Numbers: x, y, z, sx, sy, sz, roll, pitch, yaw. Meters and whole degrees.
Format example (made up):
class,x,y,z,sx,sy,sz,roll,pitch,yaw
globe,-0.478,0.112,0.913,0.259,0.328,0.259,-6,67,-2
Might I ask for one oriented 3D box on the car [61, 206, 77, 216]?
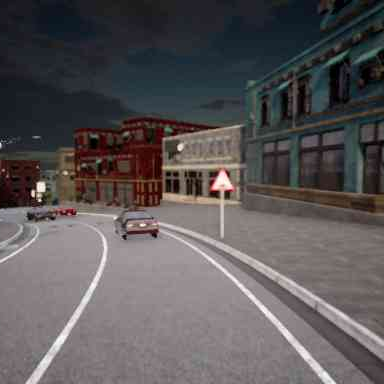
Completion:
class,x,y,z,sx,sy,sz,roll,pitch,yaw
car,-15.530,2.302,39.750,1.895,1.301,4.718,-4,1,-41

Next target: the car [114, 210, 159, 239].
class,x,y,z,sx,sy,sz,roll,pitch,yaw
car,-3.203,1.689,18.489,2.033,1.411,5.357,-2,0,-19

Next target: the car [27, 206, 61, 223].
class,x,y,z,sx,sy,sz,roll,pitch,yaw
car,-15.399,2.269,33.807,2.033,1.411,5.357,-3,0,-37
